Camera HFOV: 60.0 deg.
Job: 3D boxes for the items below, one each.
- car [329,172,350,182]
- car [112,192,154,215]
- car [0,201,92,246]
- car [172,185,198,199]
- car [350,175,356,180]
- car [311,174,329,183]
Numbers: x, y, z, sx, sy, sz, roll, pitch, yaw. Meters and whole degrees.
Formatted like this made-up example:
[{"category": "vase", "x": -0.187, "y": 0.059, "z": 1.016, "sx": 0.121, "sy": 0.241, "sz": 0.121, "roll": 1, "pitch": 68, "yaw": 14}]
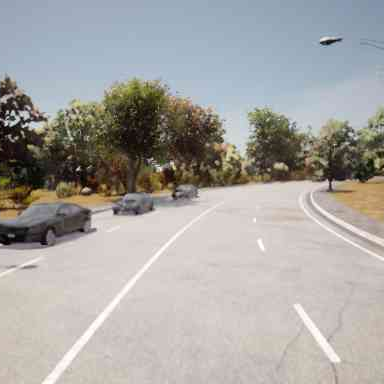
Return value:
[{"category": "car", "x": 32.734, "y": -3.006, "z": 74.372, "sx": 2.033, "sy": 1.411, "sz": 5.357, "roll": 0, "pitch": 4, "yaw": 44}, {"category": "car", "x": -4.184, "y": 0.764, "z": 24.465, "sx": 1.812, "sy": 1.442, "sz": 4.674, "roll": 0, "pitch": 3, "yaw": 12}, {"category": "car", "x": -5.970, "y": 1.174, "z": 14.051, "sx": 1.882, "sy": 1.535, "sz": 5.008, "roll": 0, "pitch": 2, "yaw": 8}, {"category": "car", "x": -0.739, "y": -0.045, "z": 37.223, "sx": 2.128, "sy": 1.511, "sz": 4.902, "roll": 0, "pitch": 3, "yaw": 18}, {"category": "car", "x": 39.963, "y": -3.679, "z": 81.657, "sx": 4.674, "sy": 1.442, "sz": 1.812, "roll": -5, "pitch": 3, "yaw": -41}, {"category": "car", "x": 28.311, "y": -2.858, "z": 74.633, "sx": 1.812, "sy": 1.442, "sz": 4.674, "roll": 0, "pitch": 4, "yaw": 42}]
